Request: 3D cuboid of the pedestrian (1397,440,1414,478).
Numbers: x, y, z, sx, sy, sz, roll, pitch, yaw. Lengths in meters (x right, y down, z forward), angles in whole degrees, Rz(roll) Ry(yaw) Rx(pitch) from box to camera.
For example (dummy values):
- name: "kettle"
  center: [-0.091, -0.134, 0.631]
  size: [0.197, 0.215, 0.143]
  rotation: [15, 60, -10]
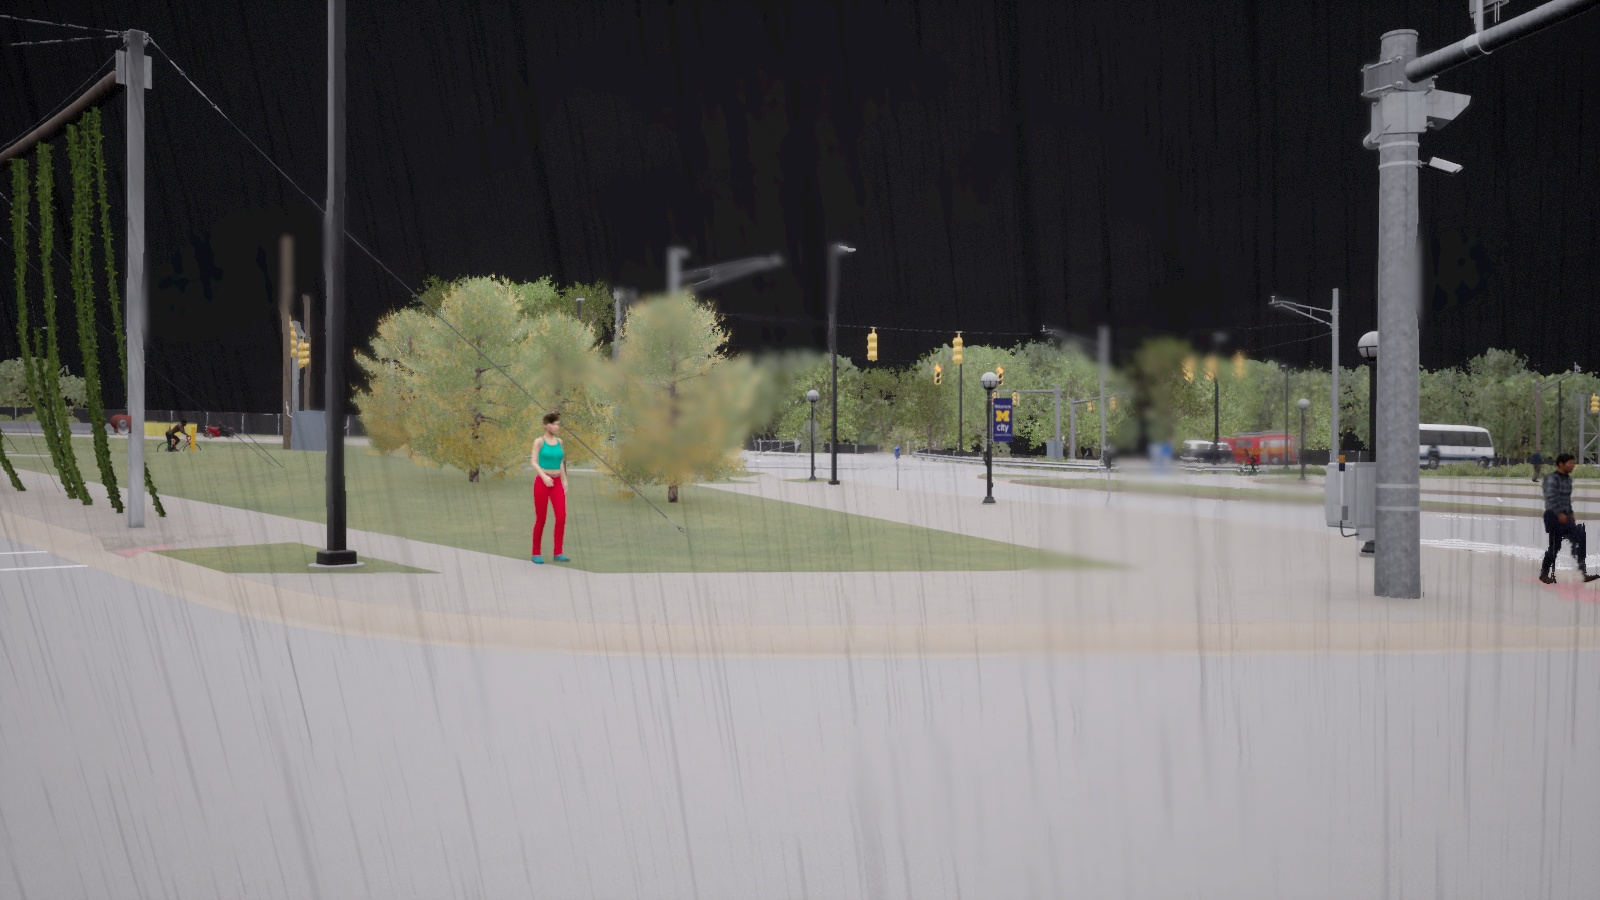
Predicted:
- name: "pedestrian"
  center: [30.825, 0.449, 63.886]
  size: [0.692, 1.930, 0.396]
  rotation: [0, 0, -18]

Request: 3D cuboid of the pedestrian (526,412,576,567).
- name: "pedestrian"
  center: [-3.011, 0.462, 15.176]
  size: [0.345, 1.836, 0.594]
  rotation: [0, 0, -42]

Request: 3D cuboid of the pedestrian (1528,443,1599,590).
- name: "pedestrian"
  center: [10.399, 0.880, 17.046]
  size: [0.423, 1.949, 0.788]
  rotation: [0, 0, -26]

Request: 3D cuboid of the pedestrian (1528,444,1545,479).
- name: "pedestrian"
  center: [38.945, 0.627, 66.388]
  size: [0.726, 1.842, 0.402]
  rotation: [0, 0, -16]
